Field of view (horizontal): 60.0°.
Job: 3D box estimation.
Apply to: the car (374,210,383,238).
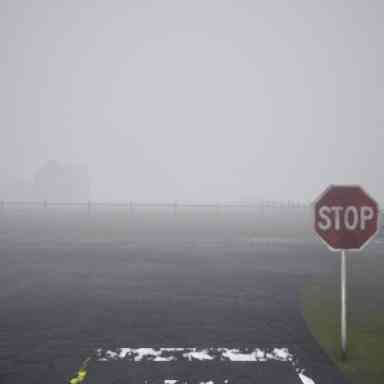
[{"bbox_3d":[8.909,1.646,16.401,4.902,1.511,2.128,1,-1,0],"label":"car"}]
